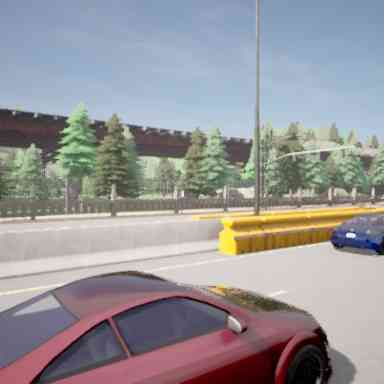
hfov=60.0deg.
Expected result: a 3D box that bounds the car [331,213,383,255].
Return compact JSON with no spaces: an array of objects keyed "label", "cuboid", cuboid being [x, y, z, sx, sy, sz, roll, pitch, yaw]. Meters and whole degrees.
[{"label":"car","cuboid":[7.460,1.558,13.364,4.181,1.385,1.994,0,0,-35]}]

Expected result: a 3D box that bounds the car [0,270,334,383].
[{"label":"car","cuboid":[-0.419,1.562,3.447,4.181,1.385,1.994,0,0,-35]}]
